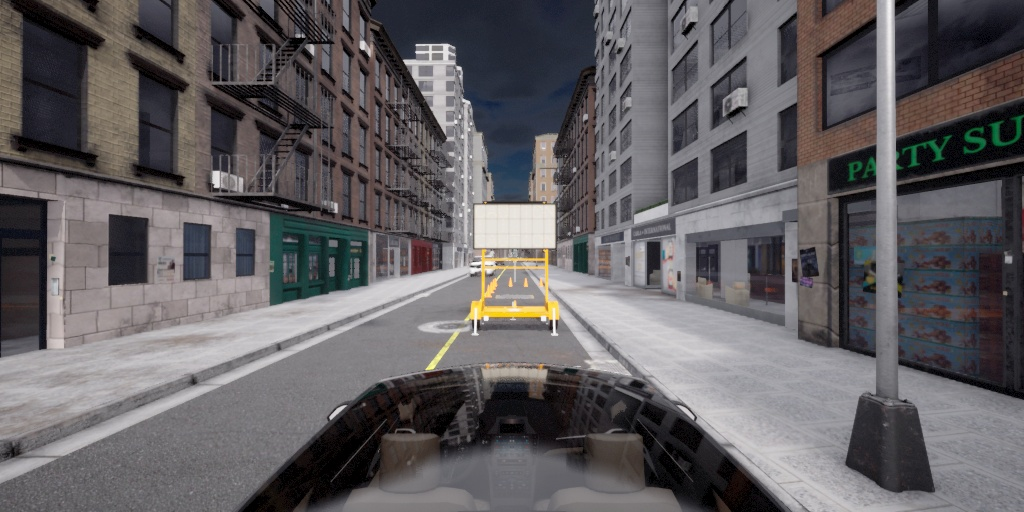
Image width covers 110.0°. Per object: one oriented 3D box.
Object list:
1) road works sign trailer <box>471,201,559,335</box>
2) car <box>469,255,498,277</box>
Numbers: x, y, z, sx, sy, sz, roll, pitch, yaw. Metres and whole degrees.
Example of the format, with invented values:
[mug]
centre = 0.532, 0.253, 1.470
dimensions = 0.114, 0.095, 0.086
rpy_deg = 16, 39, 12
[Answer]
[road works sign trailer]
centre = 0.085, 0.214, 10.442
dimensions = 2.380, 3.560, 2.880
rpy_deg = 0, 0, 1
[car]
centre = -2.828, 0.963, 35.092
dimensions = 2.150, 2.045, 5.566
rpy_deg = 0, 0, 0
